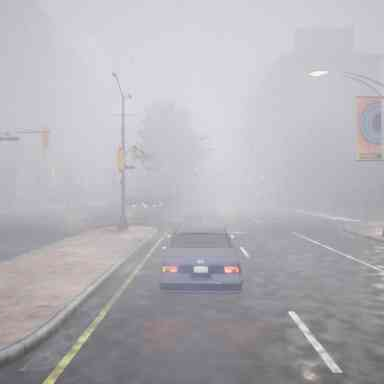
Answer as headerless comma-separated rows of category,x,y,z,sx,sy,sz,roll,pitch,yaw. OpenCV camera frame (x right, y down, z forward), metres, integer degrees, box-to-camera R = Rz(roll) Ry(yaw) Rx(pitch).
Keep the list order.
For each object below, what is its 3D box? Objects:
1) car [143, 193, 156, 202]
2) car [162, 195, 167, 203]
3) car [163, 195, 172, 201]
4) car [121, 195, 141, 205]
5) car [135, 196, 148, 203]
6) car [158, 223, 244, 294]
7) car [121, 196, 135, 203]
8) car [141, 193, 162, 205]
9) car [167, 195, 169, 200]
car,-10.036,1.225,78.741,2.150,2.045,5.566,0,0,1
car,-6.788,1.352,66.775,2.097,1.767,4.553,0,0,1
car,-6.387,1.478,86.642,1.882,1.535,5.008,0,0,1
car,-10.506,1.352,57.881,2.097,1.767,4.553,0,0,1
car,-10.244,1.505,68.056,1.837,1.490,4.892,0,0,1
car,0.231,1.547,8.949,2.033,1.411,5.357,0,0,1
car,-13.453,1.595,69.845,1.895,1.301,4.718,0,0,1
car,-7.006,1.352,58.003,2.097,1.767,4.553,0,0,1
car,-6.577,1.525,76.548,2.128,1.511,4.902,0,0,1
